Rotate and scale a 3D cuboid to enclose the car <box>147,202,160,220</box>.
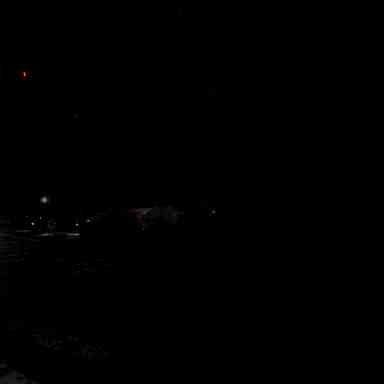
[{"bbox_3d":[-3.355,1.653,29.462,1.812,1.442,4.674,1,0,35],"label":"car"}]

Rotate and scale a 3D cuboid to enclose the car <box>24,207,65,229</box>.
[{"bbox_3d":[-8.494,1.652,22.207,1.895,1.301,4.718,1,0,35],"label":"car"}]

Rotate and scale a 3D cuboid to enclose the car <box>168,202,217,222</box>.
[{"bbox_3d":[0.074,1.677,28.680,2.128,1.511,4.902,1,0,35],"label":"car"}]

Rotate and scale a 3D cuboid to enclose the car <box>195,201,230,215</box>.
[{"bbox_3d":[2.403,1.777,37.569,1.994,1.385,4.181,1,0,36],"label":"car"}]

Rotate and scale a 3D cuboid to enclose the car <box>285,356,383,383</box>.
[{"bbox_3d":[2.446,1.545,1.216,4.507,1.381,1.887,0,1,35],"label":"car"}]

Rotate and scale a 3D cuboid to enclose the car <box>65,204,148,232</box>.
[{"bbox_3d":[-5.281,1.632,21.115,1.812,1.442,4.674,1,0,35],"label":"car"}]
